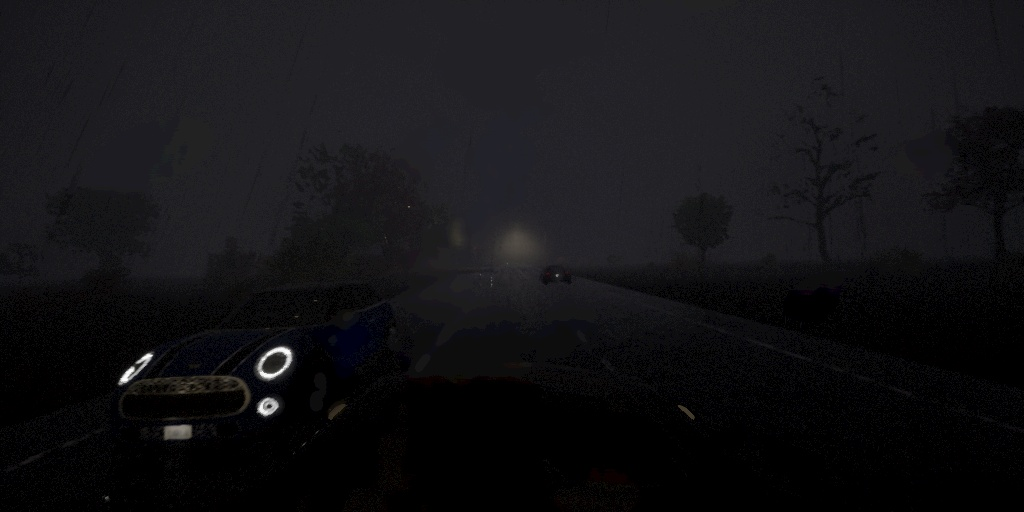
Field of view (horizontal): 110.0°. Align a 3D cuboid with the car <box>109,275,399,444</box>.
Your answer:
[{"bbox_3d":[-3.537,1.274,6.003,2.097,1.767,4.553,-2,0,0],"label":"car"}]

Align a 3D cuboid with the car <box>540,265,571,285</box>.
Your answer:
[{"bbox_3d":[3.314,1.410,27.781,1.994,1.385,4.181,-2,0,0],"label":"car"}]

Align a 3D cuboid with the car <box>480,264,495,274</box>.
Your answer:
[{"bbox_3d":[-3.591,1.862,52.747,1.812,1.442,4.674,-2,0,3],"label":"car"}]
